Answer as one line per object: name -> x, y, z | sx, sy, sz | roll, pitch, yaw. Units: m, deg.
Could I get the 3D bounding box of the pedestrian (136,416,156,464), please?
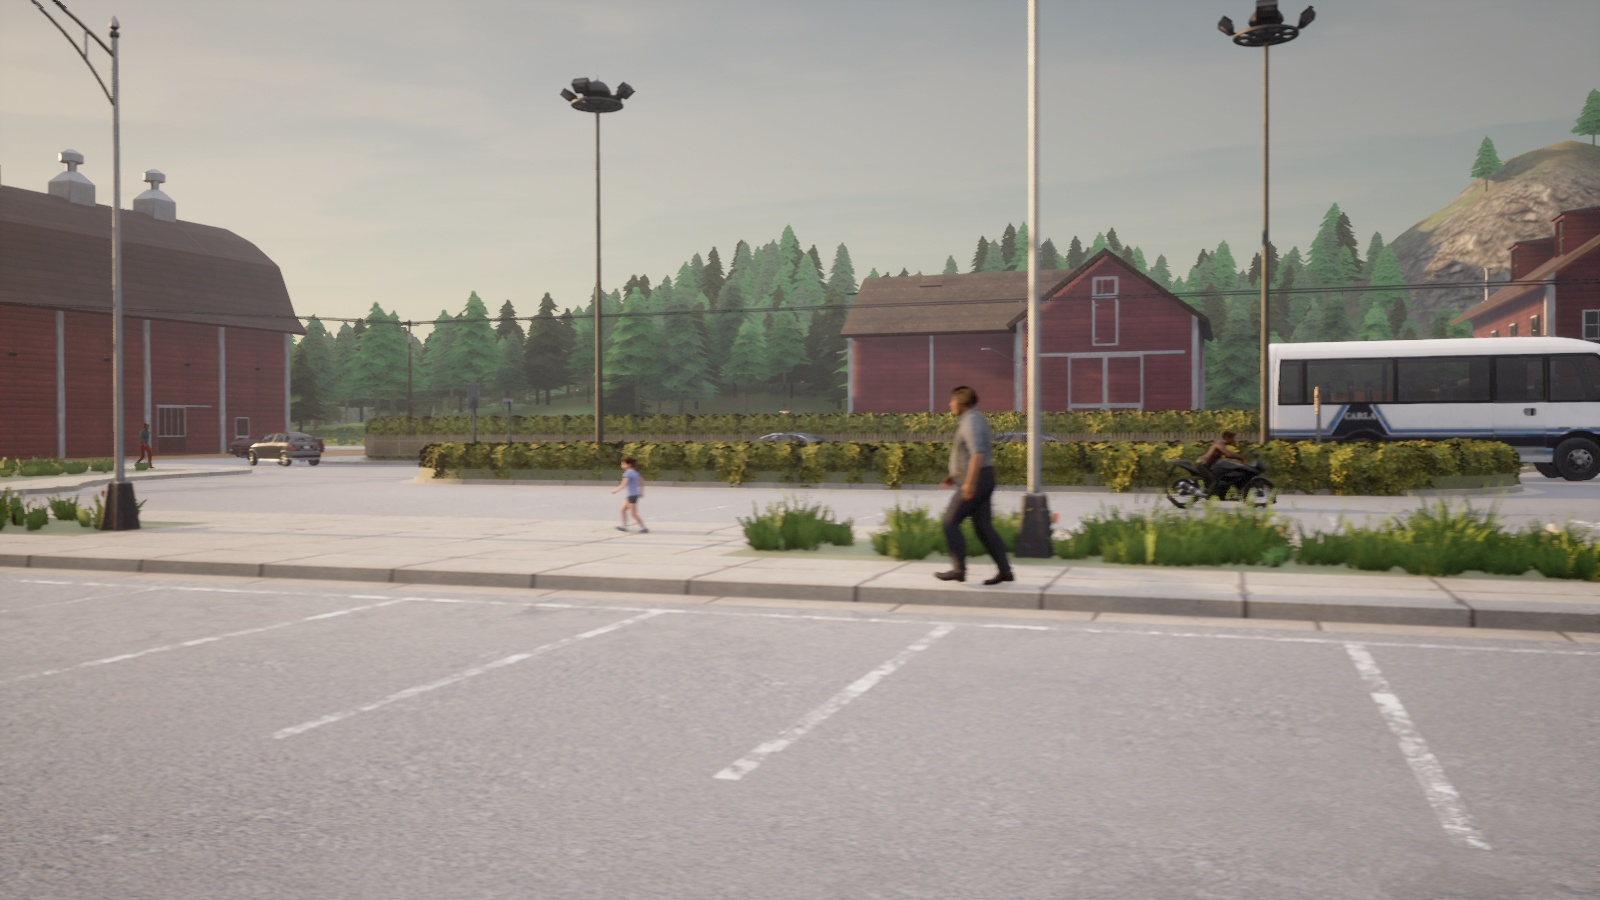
pedestrian -> -25.078, -0.383, 48.127 | 0.614, 1.847, 0.353 | 1, 1, 19

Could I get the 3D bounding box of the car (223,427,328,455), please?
car -> -29.008, -0.529, 69.526 | 1.882, 1.535, 5.008 | 1, 2, 45

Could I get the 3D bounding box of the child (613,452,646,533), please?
child -> -2.363, 0.580, 17.418 | 0.394, 1.110, 0.255 | 0, 1, 4

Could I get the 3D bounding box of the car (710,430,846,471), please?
car -> -0.851, -0.008, 49.186 | 4.902, 1.511, 2.128 | 1, 1, 19

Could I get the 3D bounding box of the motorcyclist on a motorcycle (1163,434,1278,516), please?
motorcyclist on a motorcycle -> 8.053, 0.454, 24.075 | 2.044, 1.523, 0.797 | 0, 1, 19

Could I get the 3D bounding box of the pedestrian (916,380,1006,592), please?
pedestrian -> 1.455, 0.306, 11.304 | 0.694, 1.848, 0.540 | 1, 1, 19

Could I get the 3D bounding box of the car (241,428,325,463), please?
car -> -23.850, -0.216, 57.918 | 3.705, 1.549, 1.789 | 1, 1, 34

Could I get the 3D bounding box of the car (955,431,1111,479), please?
car -> 7.887, 0.132, 42.415 | 4.902, 1.511, 2.128 | 1, 1, 19

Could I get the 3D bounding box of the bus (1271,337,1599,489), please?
bus -> 19.883, -1.087, 38.194 | 10.273, 4.253, 3.944 | 0, 1, 19
